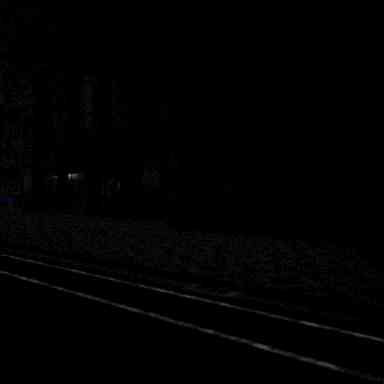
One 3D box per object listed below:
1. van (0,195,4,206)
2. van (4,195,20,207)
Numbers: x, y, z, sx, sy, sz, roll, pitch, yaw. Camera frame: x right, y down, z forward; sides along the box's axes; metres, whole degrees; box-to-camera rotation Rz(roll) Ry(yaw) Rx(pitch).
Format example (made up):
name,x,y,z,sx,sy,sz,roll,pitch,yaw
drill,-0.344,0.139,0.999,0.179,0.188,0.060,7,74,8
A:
name,x,y,z,sx,sy,sz,roll,pitch,yaw
van,-30.483,1.280,51.680,1.690,1.788,3.998,0,0,36
van,-23.561,1.272,46.704,1.690,1.788,3.998,0,0,36
